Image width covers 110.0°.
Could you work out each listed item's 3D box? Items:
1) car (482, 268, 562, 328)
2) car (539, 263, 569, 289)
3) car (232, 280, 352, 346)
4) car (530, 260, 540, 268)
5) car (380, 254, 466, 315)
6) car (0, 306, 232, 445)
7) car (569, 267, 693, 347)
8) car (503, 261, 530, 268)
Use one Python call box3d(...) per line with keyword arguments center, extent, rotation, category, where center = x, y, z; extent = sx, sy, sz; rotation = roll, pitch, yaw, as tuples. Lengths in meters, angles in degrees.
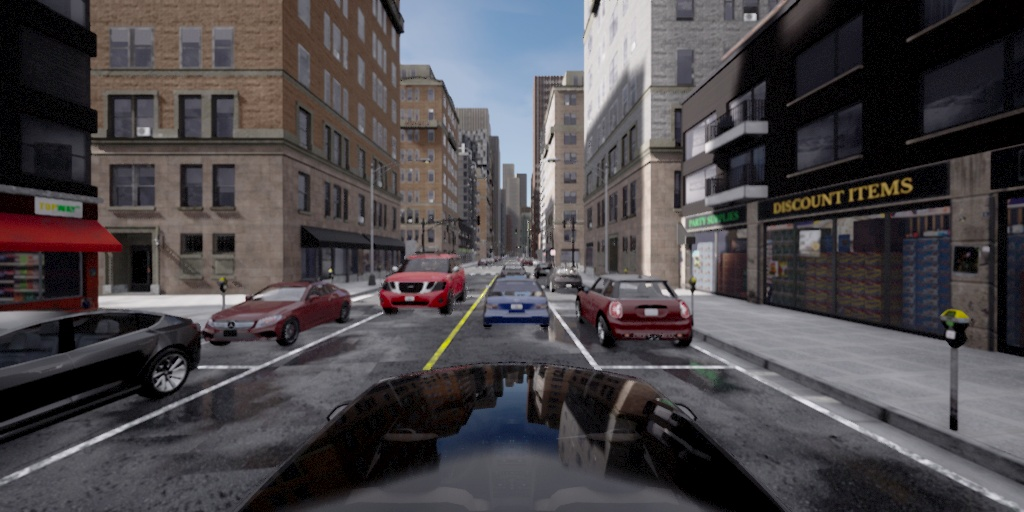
box3d(center=(0.110, 1.273, 11.238), extent=(2.033, 1.411, 5.357), rotation=(0, 0, 0), category="car")
box3d(center=(2.873, 1.254, 20.298), extent=(2.007, 1.370, 4.403), rotation=(0, 0, 0), category="car")
box3d(center=(-5.663, 1.313, 9.304), extent=(1.802, 1.307, 4.207), rotation=(0, 0, 0), category="car")
box3d(center=(2.884, 1.243, 31.300), extent=(1.948, 1.339, 4.313), rotation=(0, 0, 0), category="car")
box3d(center=(-3.096, 0.941, 13.705), extent=(2.150, 2.045, 5.566), rotation=(0, 0, 1), category="car")
box3d(center=(-5.668, 1.311, 3.802), extent=(1.948, 1.339, 4.313), rotation=(0, 0, 0), category="car")
box3d(center=(2.863, 1.170, 9.295), extent=(1.967, 1.591, 4.097), rotation=(0, 0, 0), category="car")
box3d(center=(0.123, 1.286, 27.818), extent=(1.895, 1.301, 4.718), rotation=(0, 0, 0), category="car")
